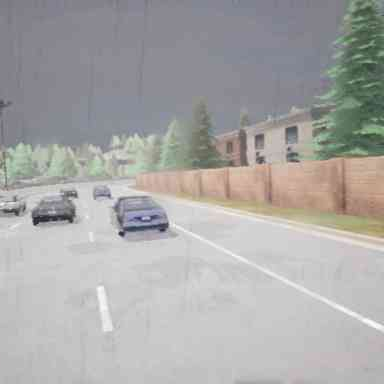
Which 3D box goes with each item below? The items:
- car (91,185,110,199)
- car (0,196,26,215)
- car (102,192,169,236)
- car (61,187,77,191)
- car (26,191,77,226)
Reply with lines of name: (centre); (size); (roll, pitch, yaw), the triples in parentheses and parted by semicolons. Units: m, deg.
car: (-10.018, -0.009, 36.662); (2.033, 1.411, 5.357); (-4, 3, -18)
car: (-12.886, 0.906, 23.274); (1.895, 1.301, 4.718); (-4, 3, -18)
car: (-2.409, 0.869, 14.024); (2.033, 1.411, 5.357); (-4, 3, -18)
car: (-14.942, 0.072, 40.362); (1.895, 1.301, 4.718); (-4, 3, -18)
car: (-7.502, 0.894, 18.212); (1.994, 1.385, 4.181); (-4, 3, -18)
